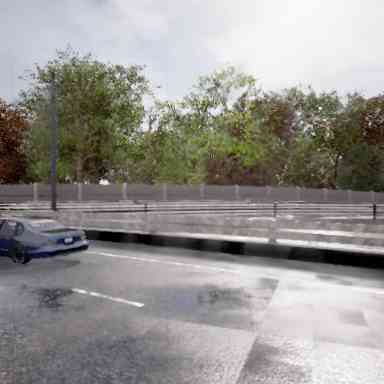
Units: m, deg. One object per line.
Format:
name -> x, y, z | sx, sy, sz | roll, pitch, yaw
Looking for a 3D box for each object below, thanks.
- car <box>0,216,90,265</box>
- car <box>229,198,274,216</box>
car -> -6.053, 1.558, 11.621 | 5.357, 1.411, 2.033 | 0, 0, 29
car -> 5.813, 1.321, 32.148 | 4.553, 1.767, 2.097 | 1, 0, -19
